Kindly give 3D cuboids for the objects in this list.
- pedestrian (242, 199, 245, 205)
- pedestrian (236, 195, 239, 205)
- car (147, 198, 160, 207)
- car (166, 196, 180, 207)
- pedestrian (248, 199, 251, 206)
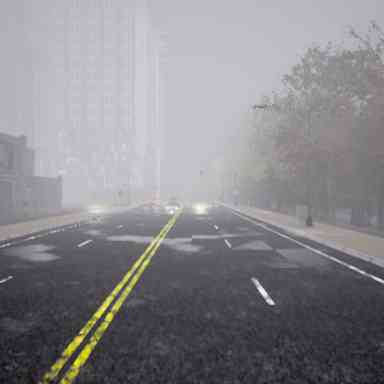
[{"bbox_3d":[9.012,1.761,57.383,0.500,1.100,0.500,0,0,0],"label":"pedestrian"},{"bbox_3d":[8.013,1.385,58.582,0.375,1.860,0.375,0,0,0],"label":"pedestrian"},{"bbox_3d":[-6.509,1.714,56.419,1.882,1.535,5.008,0,-1,0],"label":"car"},{"bbox_3d":[-3.252,1.587,56.993,2.097,1.767,4.553,0,0,0],"label":"car"},{"bbox_3d":[10.012,1.818,57.984,0.375,1.300,0.375,0,0,0],"label":"pedestrian"}]
